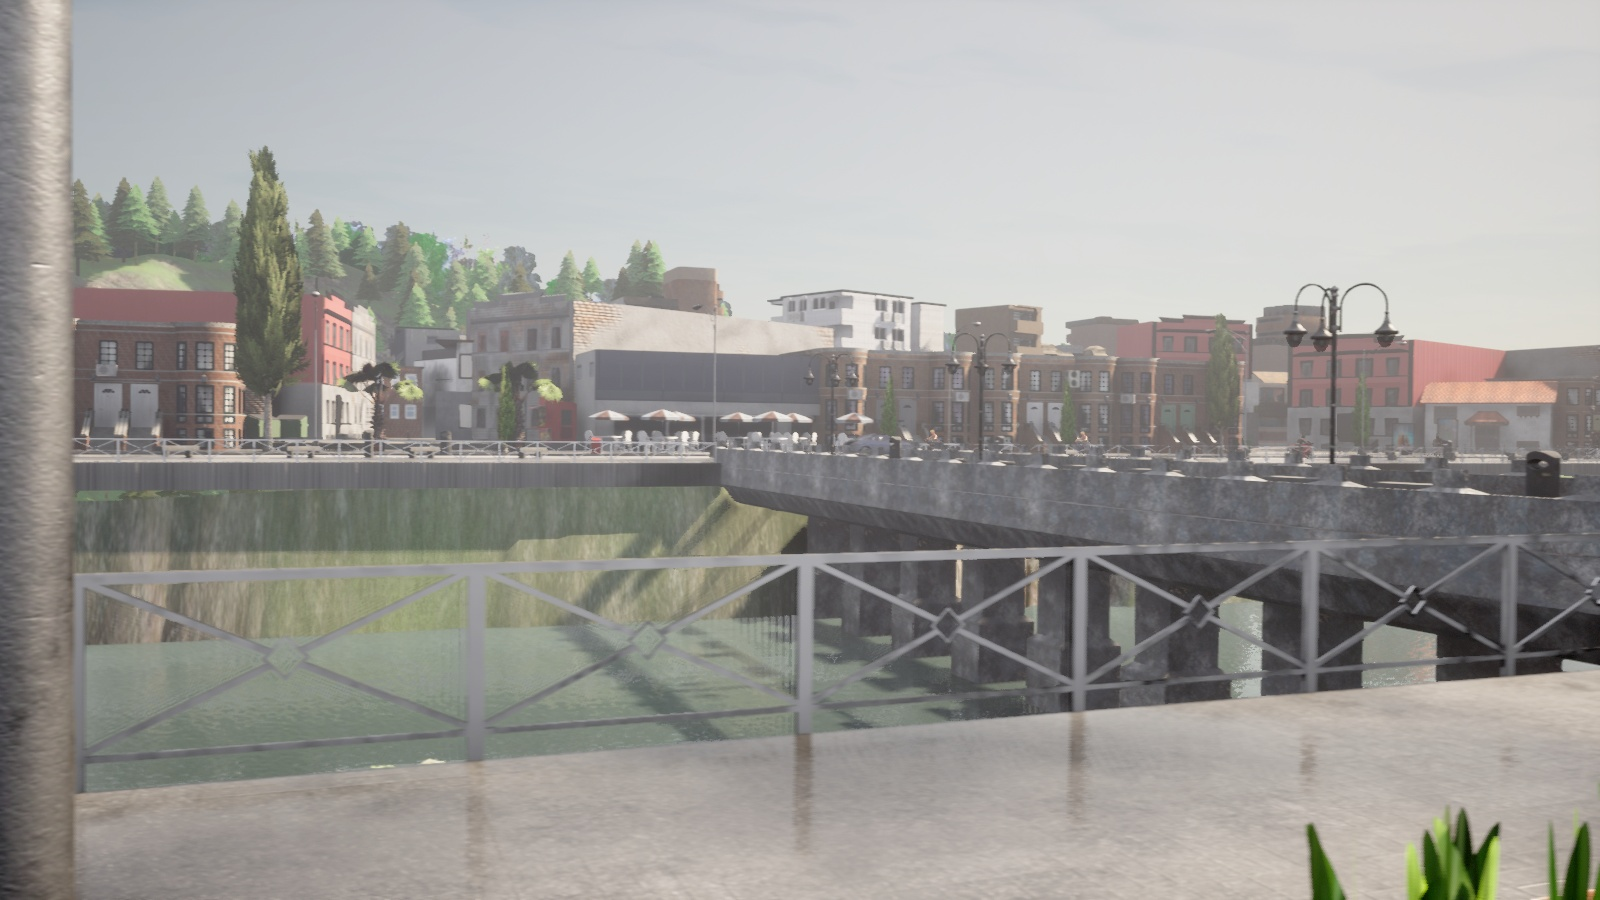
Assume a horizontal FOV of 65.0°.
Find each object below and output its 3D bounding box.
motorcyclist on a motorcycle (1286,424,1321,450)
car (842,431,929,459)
[{"bbox_3d":[30.965,-0.811,77.233,2.044,1.523,0.797,-1,1,-21],"label":"motorcyclist on a motorcycle"},{"bbox_3d":[4.576,-0.281,67.206,4.181,1.385,1.994,-1,1,-21],"label":"car"}]
